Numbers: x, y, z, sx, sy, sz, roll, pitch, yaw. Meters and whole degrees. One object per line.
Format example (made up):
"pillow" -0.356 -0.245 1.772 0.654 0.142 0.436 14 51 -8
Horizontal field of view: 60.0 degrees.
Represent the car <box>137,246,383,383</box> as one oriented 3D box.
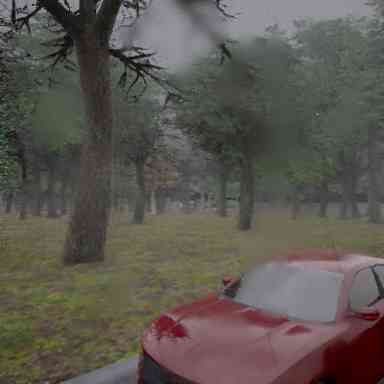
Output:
"car" 1.623 1.585 4.505 5.008 1.535 1.882 1 -2 -42
